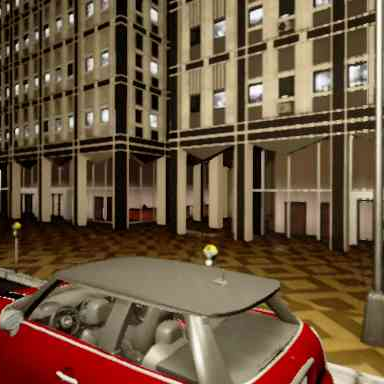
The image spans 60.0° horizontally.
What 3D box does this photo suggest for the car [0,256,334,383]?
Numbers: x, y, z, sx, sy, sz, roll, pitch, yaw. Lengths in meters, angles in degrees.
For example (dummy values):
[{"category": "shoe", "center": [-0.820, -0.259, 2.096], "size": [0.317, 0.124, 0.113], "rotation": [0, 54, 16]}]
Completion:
[{"category": "car", "center": [-0.816, 1.422, 3.462], "size": [4.097, 1.590, 1.967], "rotation": [1, 0, 36]}]
